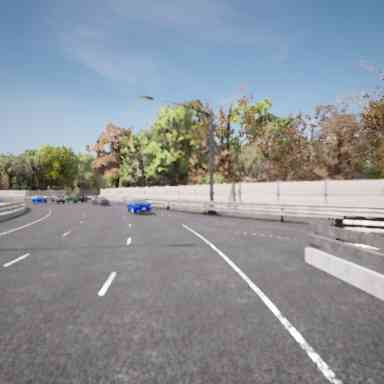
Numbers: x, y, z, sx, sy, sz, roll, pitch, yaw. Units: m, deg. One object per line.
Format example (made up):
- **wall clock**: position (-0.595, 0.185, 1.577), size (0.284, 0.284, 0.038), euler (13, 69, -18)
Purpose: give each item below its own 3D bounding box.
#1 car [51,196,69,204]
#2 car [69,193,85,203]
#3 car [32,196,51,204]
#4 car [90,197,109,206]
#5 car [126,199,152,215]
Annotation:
- **car**: position (-27.423, 1.655, 67.845), size (1.895, 1.301, 4.718), euler (0, 0, -40)
- **car**: position (-24.320, 1.280, 69.658), size (2.150, 2.045, 5.566), euler (0, 0, -40)
- **car**: position (-30.139, 1.556, 65.637), size (1.882, 1.535, 5.008), euler (0, 0, -40)
- **car**: position (-16.018, 1.655, 57.751), size (2.033, 1.411, 5.357), euler (0, 0, -34)
- **car**: position (-5.740, 1.514, 35.599), size (1.882, 1.535, 5.008), euler (-1, 0, -23)
